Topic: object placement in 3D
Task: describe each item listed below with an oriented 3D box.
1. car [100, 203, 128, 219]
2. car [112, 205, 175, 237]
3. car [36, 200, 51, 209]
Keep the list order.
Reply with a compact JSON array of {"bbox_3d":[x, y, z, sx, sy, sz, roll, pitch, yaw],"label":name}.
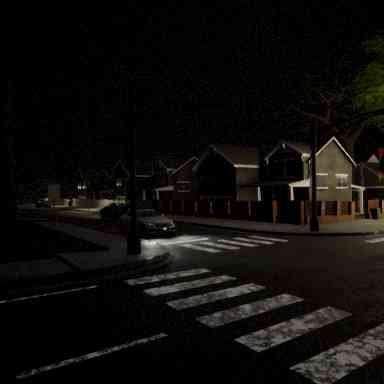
[{"bbox_3d":[-7.037,1.763,30.924,2.128,1.511,4.902,-1,0,-35],"label":"car"},{"bbox_3d":[-2.805,1.718,19.735,1.812,1.442,4.674,-1,0,-35],"label":"car"},{"bbox_3d":[-26.072,2.156,58.373,2.128,1.511,4.902,-1,0,-35],"label":"car"}]
